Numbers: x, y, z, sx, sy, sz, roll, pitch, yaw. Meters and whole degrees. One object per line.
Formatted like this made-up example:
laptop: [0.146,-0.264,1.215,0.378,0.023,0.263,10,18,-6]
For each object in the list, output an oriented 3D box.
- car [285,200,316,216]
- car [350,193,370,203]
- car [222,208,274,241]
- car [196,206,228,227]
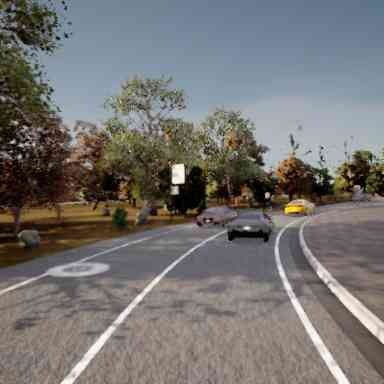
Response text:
car: [10.795,1.502,32.981,1.882,1.535,5.008,-4,-2,33]
car: [28.392,0.981,56.220,4.902,1.511,2.128,-3,-2,-41]
car: [3.074,1.603,16.953,1.994,1.385,4.181,-1,-1,17]
car: [1.841,1.716,23.587,1.994,1.385,4.181,-2,-1,24]
